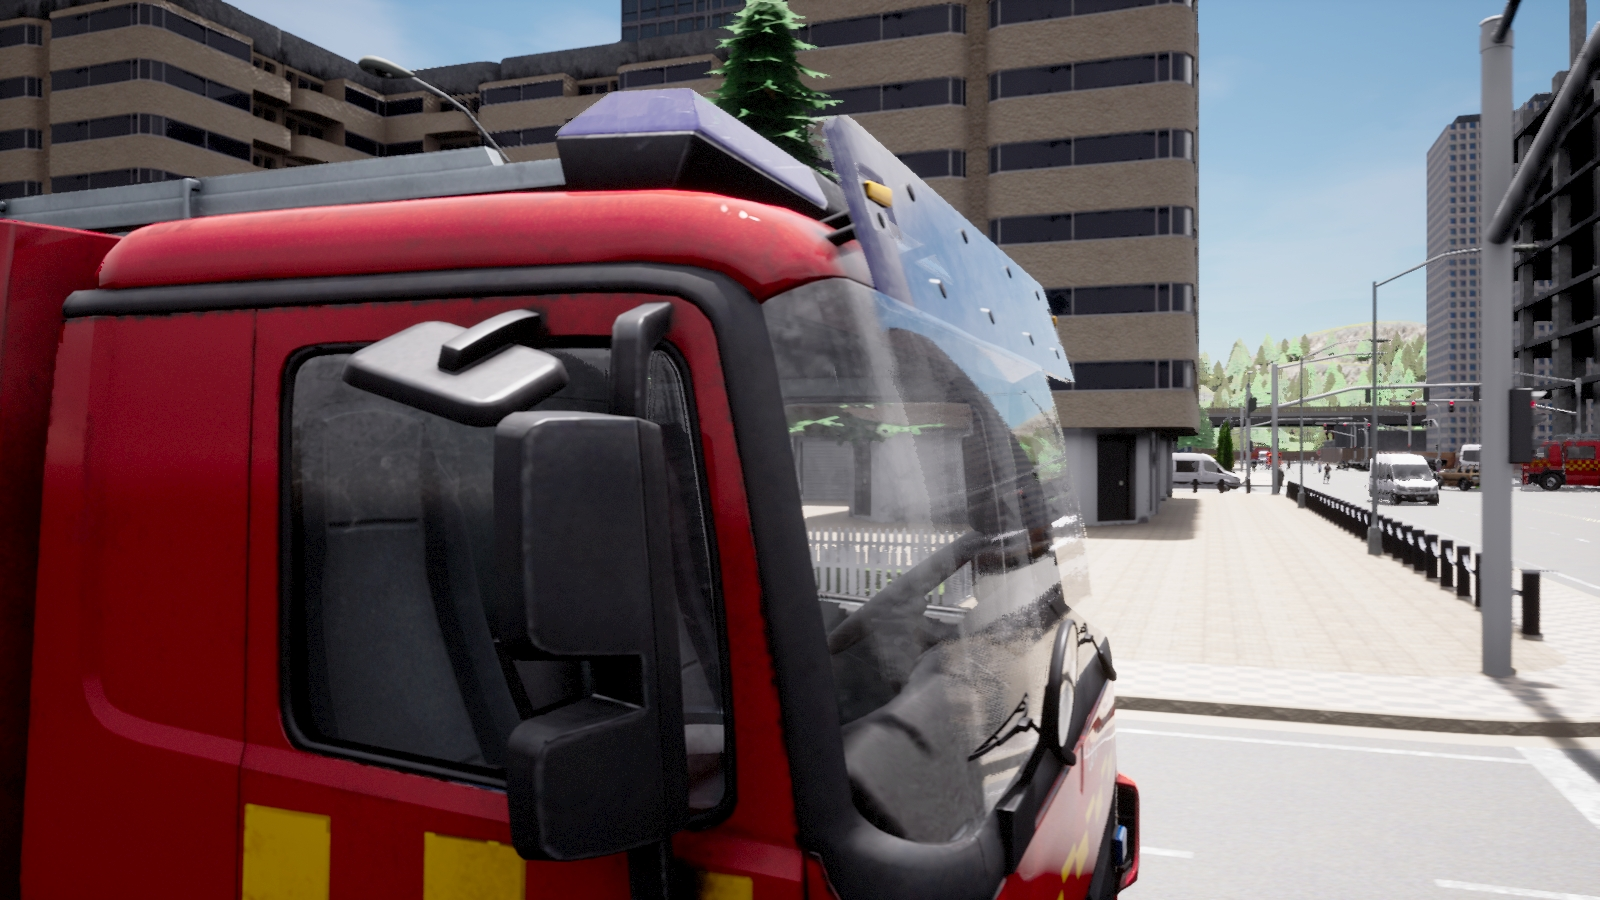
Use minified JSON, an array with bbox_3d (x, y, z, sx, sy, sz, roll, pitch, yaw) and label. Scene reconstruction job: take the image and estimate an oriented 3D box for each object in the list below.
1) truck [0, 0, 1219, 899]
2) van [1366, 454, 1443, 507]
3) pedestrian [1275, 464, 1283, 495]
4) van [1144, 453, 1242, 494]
[{"bbox_3d":[-2.811,0.892,4.663,8.468,3.827,2.891,0,0,21],"label":"truck"},{"bbox_3d":[31.082,1.530,58.908,1.988,2.561,5.915,-1,0,13],"label":"van"},{"bbox_3d":[29.462,1.802,70.280,0.375,1.860,0.375,0,0,19],"label":"pedestrian"},{"bbox_3d":[25.433,1.479,74.020,5.915,2.561,1.988,0,0,19],"label":"van"}]
